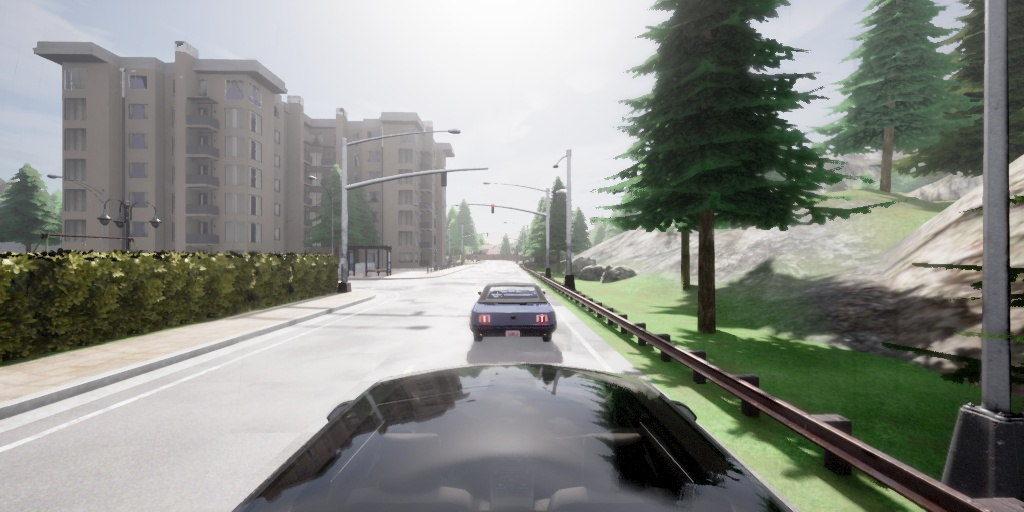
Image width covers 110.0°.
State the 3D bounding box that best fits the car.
[{"bbox_3d":[-0.003,1.351,9.771,1.895,1.301,4.718,0,0,-1],"label":"car"}]
